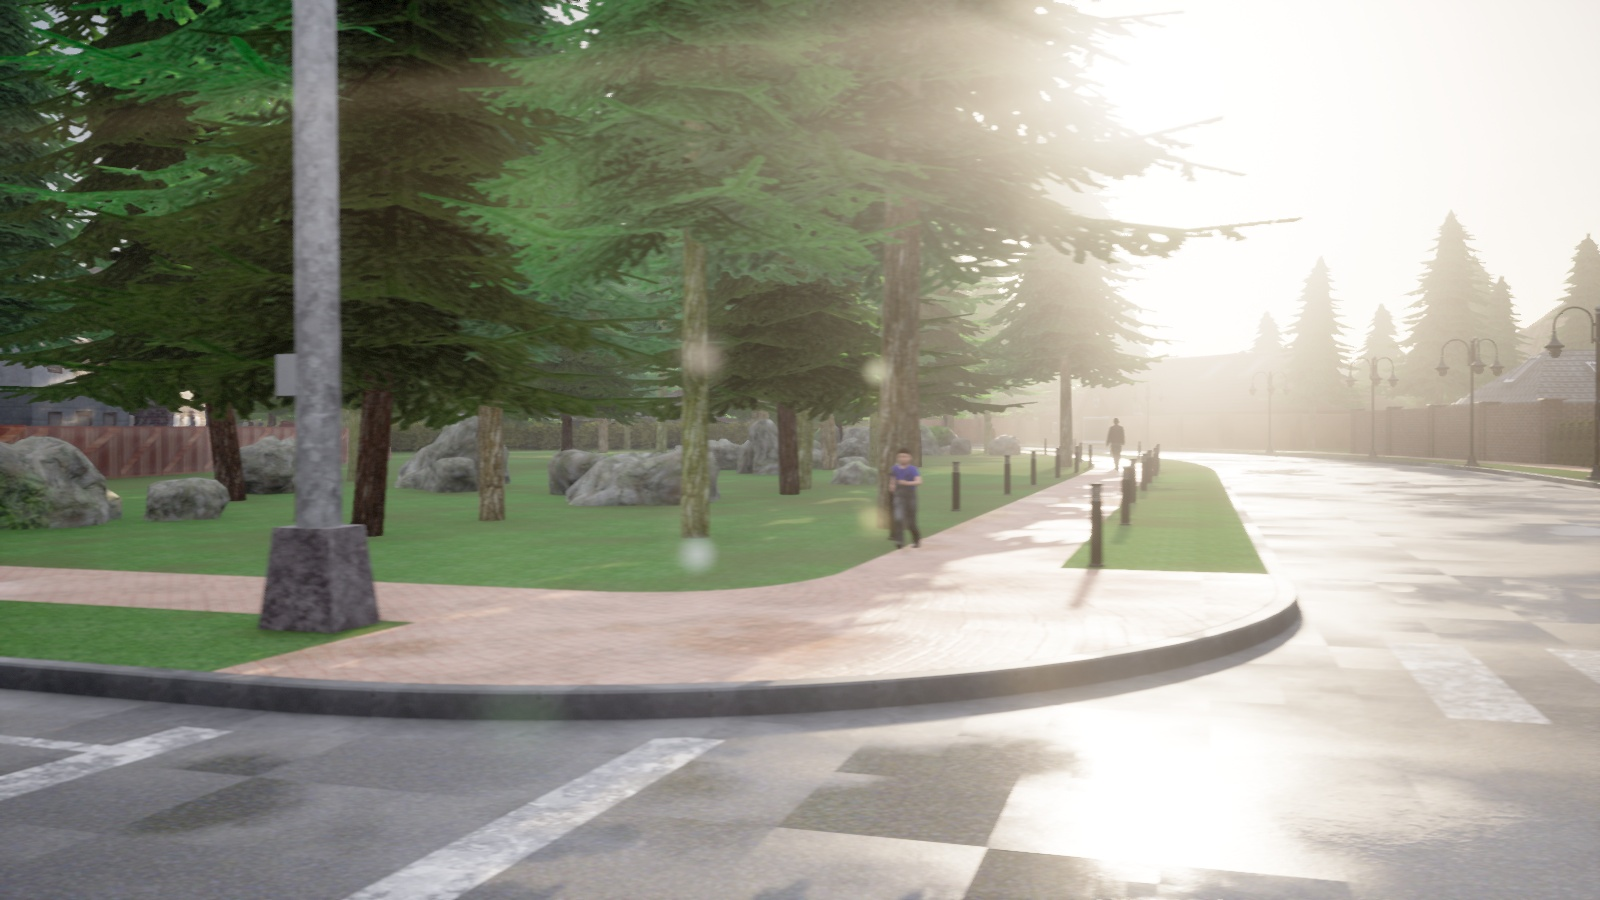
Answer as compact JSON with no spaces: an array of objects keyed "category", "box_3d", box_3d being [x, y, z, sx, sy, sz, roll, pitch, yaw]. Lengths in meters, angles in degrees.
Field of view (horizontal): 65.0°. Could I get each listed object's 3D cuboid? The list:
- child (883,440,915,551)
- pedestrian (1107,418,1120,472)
[{"category":"child","box_3d":[1.150,0.517,14.546,0.270,1.263,0.437,1,1,17]},{"category":"pedestrian","box_3d":[10.666,-0.176,42.705,0.431,1.840,0.703,1,1,15]}]
